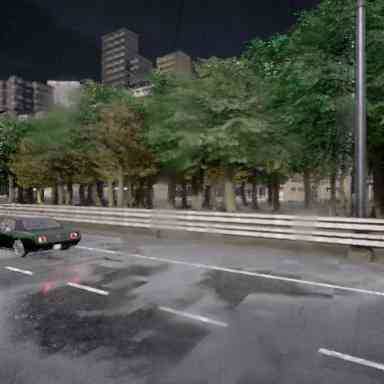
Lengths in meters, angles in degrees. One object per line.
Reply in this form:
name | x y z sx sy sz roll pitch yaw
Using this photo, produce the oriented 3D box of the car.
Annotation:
car | -6.457 1.605 12.775 4.718 1.301 1.895 0 0 36
